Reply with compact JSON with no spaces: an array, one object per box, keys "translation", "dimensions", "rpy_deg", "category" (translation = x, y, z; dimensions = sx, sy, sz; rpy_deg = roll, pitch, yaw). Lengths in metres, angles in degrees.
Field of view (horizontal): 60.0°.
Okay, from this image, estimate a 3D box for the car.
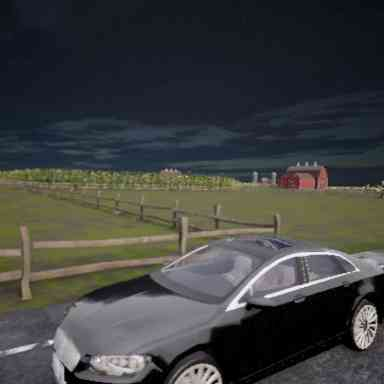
[{"translation":[0.758,1.427,4.538],"dimensions":[4.902,1.511,2.128],"rpy_deg":[1,1,-35],"category":"car"}]
